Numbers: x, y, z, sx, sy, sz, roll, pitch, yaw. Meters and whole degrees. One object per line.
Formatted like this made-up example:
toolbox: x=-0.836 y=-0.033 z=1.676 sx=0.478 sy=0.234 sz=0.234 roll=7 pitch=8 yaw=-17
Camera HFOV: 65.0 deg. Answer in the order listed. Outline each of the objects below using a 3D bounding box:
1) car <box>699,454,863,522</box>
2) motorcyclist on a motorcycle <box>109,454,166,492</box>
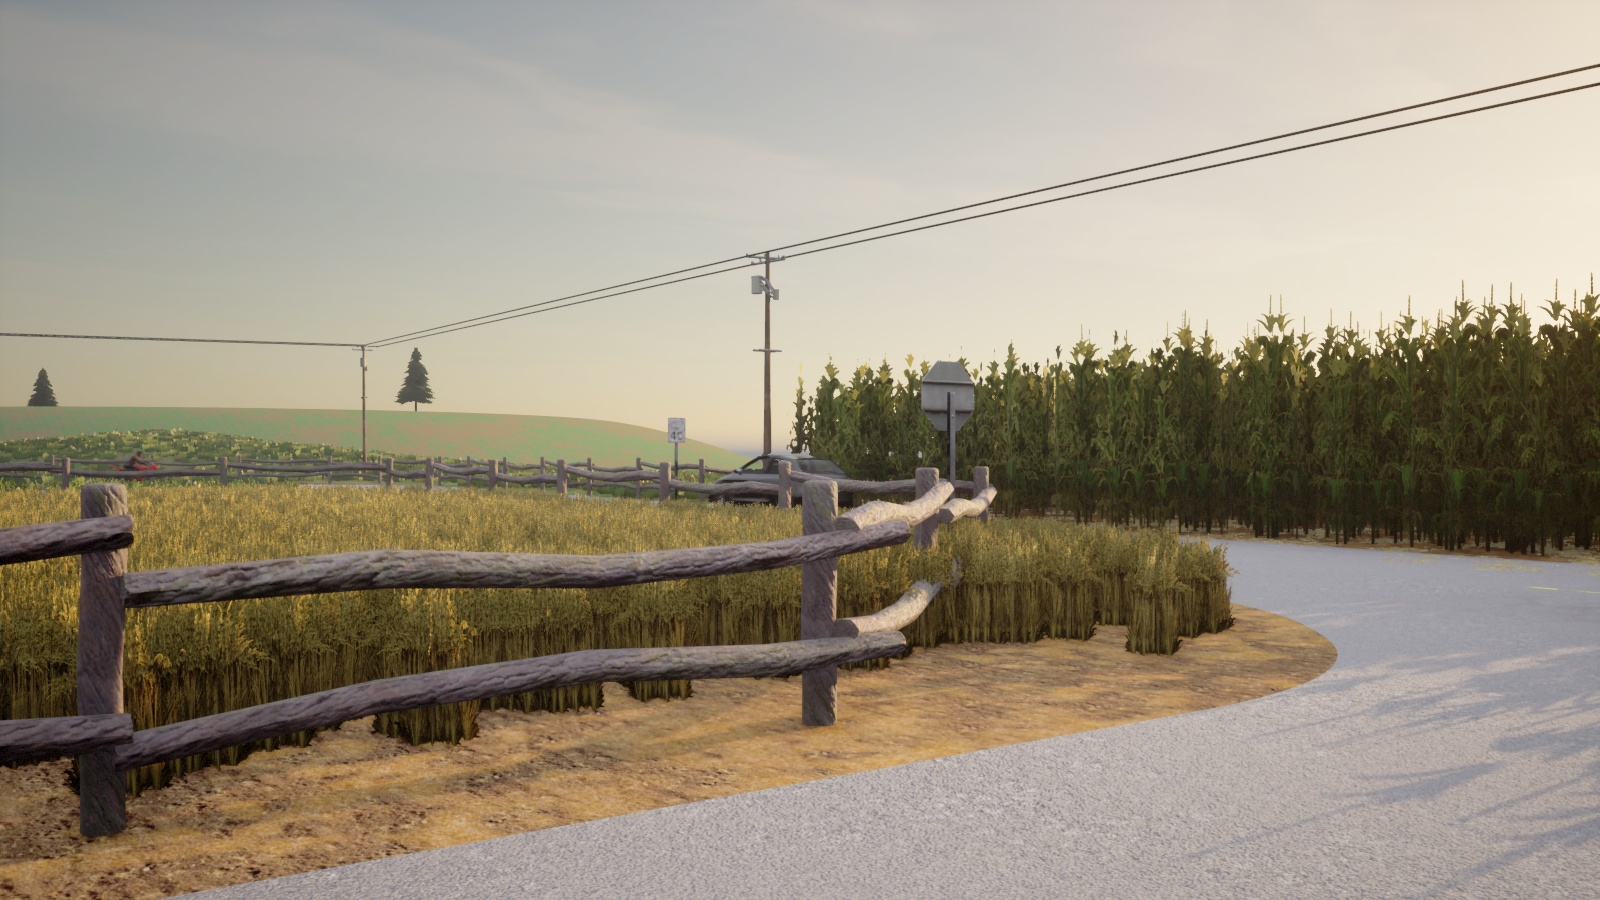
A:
car: x=-0.528 y=0.831 z=29.535 sx=1.816 sy=1.474 sz=4.193 roll=0 pitch=0 yaw=-35
motorcyclist on a motorcycle: x=-26.930 y=0.909 z=51.052 sx=2.044 sy=1.523 sz=0.797 roll=0 pitch=0 yaw=-29
